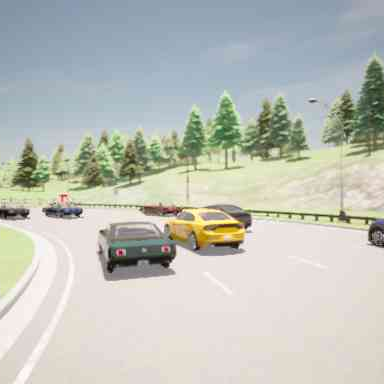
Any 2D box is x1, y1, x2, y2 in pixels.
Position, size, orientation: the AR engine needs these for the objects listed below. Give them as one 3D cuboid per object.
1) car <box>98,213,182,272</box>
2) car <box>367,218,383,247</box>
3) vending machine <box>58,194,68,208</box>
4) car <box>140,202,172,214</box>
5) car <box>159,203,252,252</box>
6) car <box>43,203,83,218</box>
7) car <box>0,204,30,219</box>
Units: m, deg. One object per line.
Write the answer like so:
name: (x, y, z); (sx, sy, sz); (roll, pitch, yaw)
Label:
car: (-2.038, 1.602, 10.953); (1.895, 1.301, 4.718); (-1, 0, -20)
car: (8.529, 1.237, 11.738); (2.097, 1.767, 4.553); (-1, 0, -15)
vending machine: (-19.708, 1.313, 50.822); (0.880, 2.100, 1.100); (-1, 0, 33)
car: (-2.971, 1.574, 31.330); (1.895, 1.301, 4.718); (-1, 0, -42)
car: (0.349, 1.447, 14.082); (1.882, 1.535, 5.008); (0, 0, -22)
car: (-11.968, 1.673, 30.645); (4.718, 1.301, 1.895); (-1, 0, 45)
car: (-16.589, 1.724, 30.203); (4.718, 1.301, 1.895); (-1, 0, 42)
